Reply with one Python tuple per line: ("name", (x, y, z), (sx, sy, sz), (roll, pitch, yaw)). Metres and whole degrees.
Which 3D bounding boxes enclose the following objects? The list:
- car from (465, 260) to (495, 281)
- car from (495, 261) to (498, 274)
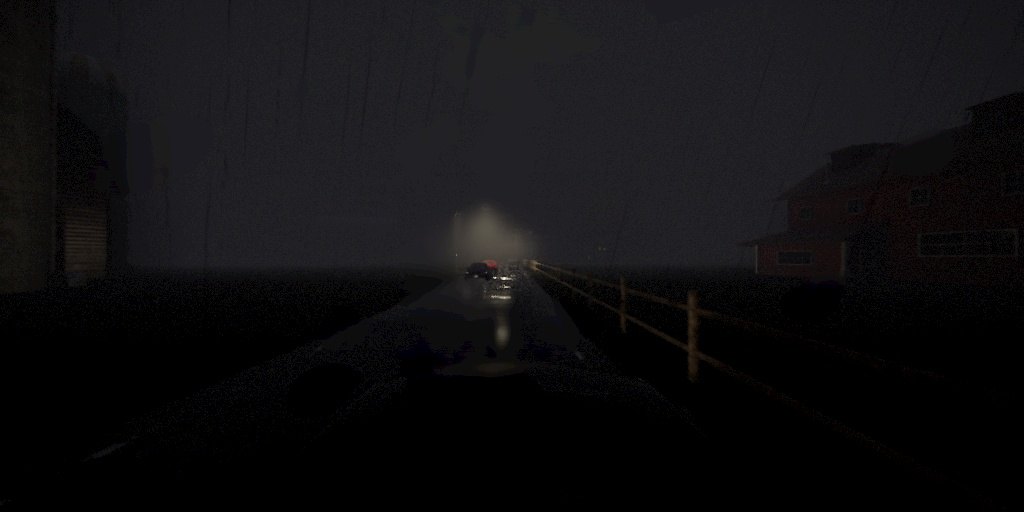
("car", (-2.701, 1.281, 29.752), (1.812, 1.442, 4.674), (0, 0, 0))
("car", (-2.675, 1.245, 42.363), (1.882, 1.535, 5.008), (0, 0, 0))
